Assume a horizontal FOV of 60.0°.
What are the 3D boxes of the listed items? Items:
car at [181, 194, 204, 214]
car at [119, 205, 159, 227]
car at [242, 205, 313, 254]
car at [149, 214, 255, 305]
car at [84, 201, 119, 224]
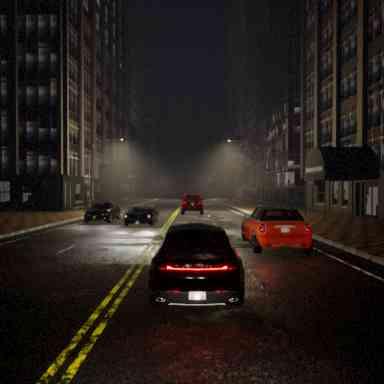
[{"bbox_3d":[0.035,1.198,33.684,2.150,2.045,5.566,0,0,0],"label":"car"},{"bbox_3d":[-3.384,1.588,22.789,1.895,1.301,4.718,0,0,0],"label":"car"},{"bbox_3d":[3.304,1.346,13.709,2.097,1.767,4.553,0,0,2],"label":"car"},{"bbox_3d":[0.084,1.502,8.029,1.837,1.490,4.892,0,0,0],"label":"car"},{"bbox_3d":[-6.632,1.490,25.016,1.837,1.490,4.892,0,0,0],"label":"car"}]
